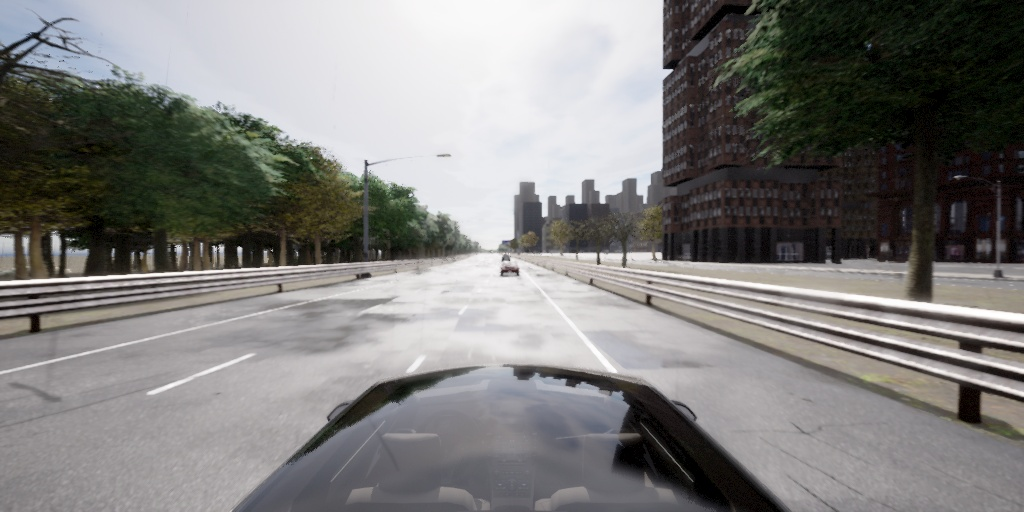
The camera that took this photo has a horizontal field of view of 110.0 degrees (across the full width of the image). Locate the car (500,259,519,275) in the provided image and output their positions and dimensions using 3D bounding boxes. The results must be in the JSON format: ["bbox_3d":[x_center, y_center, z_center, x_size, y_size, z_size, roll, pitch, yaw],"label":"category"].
[{"bbox_3d":[-0.226,1.241,36.881,1.895,1.301,4.718,0,0,-1],"label":"car"}]
